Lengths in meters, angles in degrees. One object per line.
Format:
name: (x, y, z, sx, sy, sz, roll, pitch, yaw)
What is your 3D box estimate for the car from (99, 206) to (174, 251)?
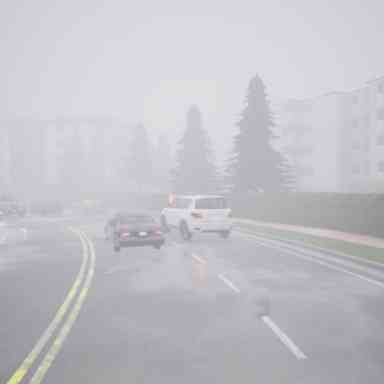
car: (-2.593, 1.524, 14.151, 2.033, 1.411, 5.357, 0, 0, -20)

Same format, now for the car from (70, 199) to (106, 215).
car: (-10.395, 1.451, 33.097, 1.882, 1.535, 5.008, 0, 0, -43)

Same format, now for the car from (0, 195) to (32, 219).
car: (-16.576, 1.245, 29.290, 5.566, 2.045, 2.150, 0, 0, 43)

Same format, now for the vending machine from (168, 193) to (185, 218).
vending machine: (-1.298, 1.124, 28.132, 1.100, 2.100, 0.880, 0, 0, -33)

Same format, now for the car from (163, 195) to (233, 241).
car: (0.067, 1.173, 16.870, 2.150, 2.045, 5.566, 0, 0, -21)

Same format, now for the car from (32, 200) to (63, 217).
car: (-14.122, 1.492, 31.897, 4.902, 1.511, 2.128, 0, 0, 45)
